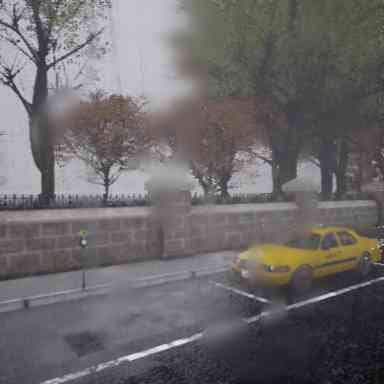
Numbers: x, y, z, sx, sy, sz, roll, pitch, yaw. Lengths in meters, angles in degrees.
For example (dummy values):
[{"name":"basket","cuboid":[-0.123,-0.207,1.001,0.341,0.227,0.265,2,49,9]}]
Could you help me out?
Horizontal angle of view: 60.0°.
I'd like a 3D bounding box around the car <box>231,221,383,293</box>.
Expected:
[{"name":"car","cuboid":[3.192,1.520,8.836,4.829,1.417,1.752,0,0,-35]}]
